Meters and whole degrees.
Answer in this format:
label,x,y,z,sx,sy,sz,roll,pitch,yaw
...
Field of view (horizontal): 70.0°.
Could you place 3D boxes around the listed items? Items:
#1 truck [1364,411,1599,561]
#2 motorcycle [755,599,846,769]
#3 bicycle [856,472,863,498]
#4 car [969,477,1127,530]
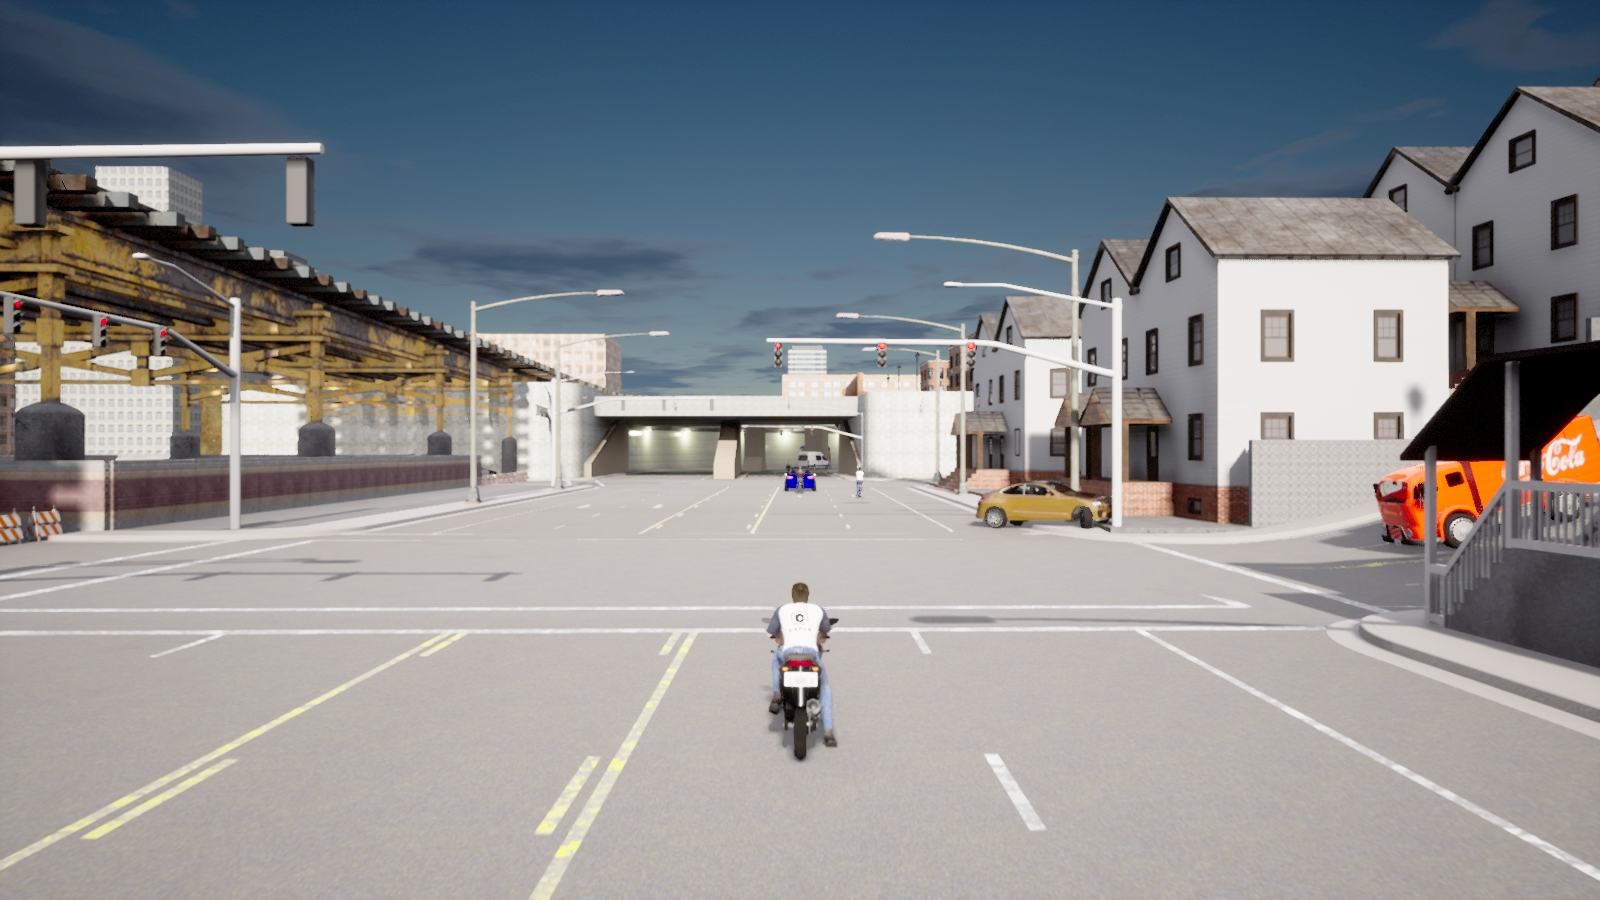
label,x,y,z,sx,sy,sz,roll,pitch,yaw
truck,18.371,0.894,30.163,5.204,2.467,2.627,-16,0,-1
motorcycle,0.004,2.176,10.995,0.803,1.224,2.033,0,0,0
bicycle,3.515,2.055,67.427,0.373,1.521,1.643,0,0,0
car,8.820,1.923,40.826,5.027,1.651,2.152,-3,0,36
